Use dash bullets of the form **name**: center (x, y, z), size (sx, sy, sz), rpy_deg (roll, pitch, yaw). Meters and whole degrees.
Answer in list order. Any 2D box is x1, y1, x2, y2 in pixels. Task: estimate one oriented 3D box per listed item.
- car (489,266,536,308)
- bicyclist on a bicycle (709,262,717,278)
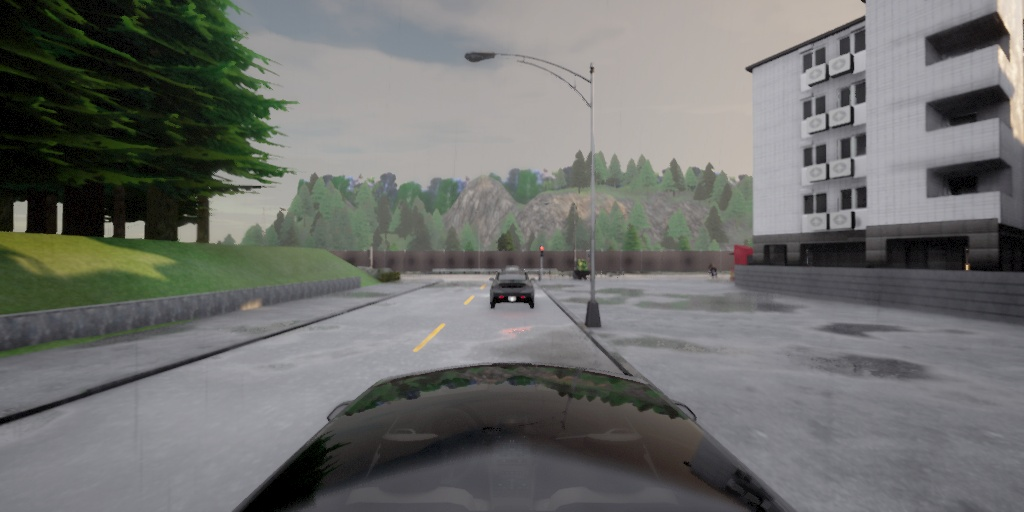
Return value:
- **car**: center (0.017, 1.398, 16.148), size (1.837, 1.490, 4.892), rpy_deg (0, 0, 0)
- **bicyclist on a bicycle**: center (20.013, 1.430, 35.857), size (0.582, 1.620, 1.656), rpy_deg (0, -1, 0)
